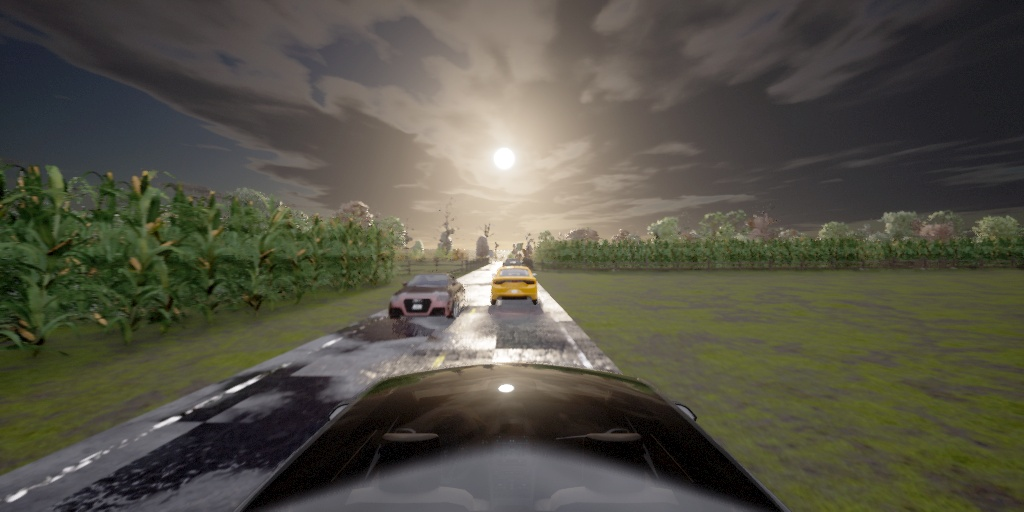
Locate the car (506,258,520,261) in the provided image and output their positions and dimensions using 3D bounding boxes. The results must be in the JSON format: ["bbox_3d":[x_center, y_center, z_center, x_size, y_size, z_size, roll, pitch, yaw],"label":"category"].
[{"bbox_3d":[0.085,1.005,35.387,2.097,1.767,4.553,0,0,0],"label":"car"}]

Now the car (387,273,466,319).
[{"bbox_3d":[-2.755,1.285,12.437,1.994,1.385,4.181,0,0,0],"label":"car"}]

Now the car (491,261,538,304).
[{"bbox_3d":[0.094,1.187,16.157,1.882,1.535,5.008,0,0,0],"label":"car"}]
